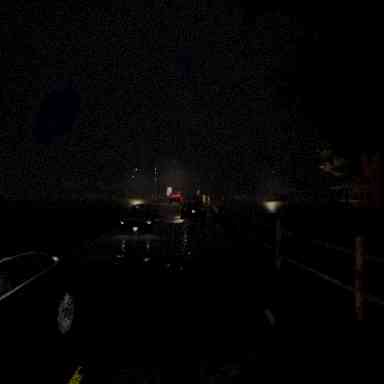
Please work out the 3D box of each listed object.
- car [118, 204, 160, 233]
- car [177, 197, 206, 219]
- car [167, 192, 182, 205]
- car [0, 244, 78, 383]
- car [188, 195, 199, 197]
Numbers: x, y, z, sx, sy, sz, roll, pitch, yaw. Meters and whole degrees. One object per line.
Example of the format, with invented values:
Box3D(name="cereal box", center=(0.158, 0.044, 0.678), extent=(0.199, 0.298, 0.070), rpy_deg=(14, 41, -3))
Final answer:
Box3D(name="car", center=(-2.849, 1.420, 19.111), extent=(2.033, 1.411, 5.357), rpy_deg=(0, 0, -1))
Box3D(name="car", center=(0.114, 1.397, 26.888), extent=(1.994, 1.385, 4.181), rpy_deg=(0, 0, 0))
Box3D(name="car", center=(-2.785, 1.019, 54.695), extent=(2.150, 2.045, 5.566), rpy_deg=(0, 0, 0))
Box3D(name="car", center=(-2.843, 1.464, 3.746), extent=(2.128, 1.511, 4.902), rpy_deg=(0, 0, 0))
Box3D(name="car", center=(0.125, 1.145, 41.472), extent=(2.097, 1.767, 4.553), rpy_deg=(0, 0, 0))
